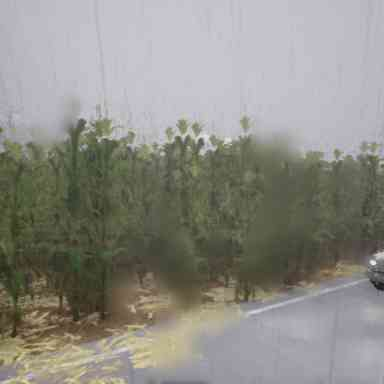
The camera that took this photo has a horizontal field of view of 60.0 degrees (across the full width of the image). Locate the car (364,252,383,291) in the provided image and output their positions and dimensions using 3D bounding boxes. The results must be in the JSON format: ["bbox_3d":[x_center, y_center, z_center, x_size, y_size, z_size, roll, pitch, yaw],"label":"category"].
[{"bbox_3d":[6.171,1.661,8.020,4.718,1.301,1.895,0,0,-35],"label":"car"}]
